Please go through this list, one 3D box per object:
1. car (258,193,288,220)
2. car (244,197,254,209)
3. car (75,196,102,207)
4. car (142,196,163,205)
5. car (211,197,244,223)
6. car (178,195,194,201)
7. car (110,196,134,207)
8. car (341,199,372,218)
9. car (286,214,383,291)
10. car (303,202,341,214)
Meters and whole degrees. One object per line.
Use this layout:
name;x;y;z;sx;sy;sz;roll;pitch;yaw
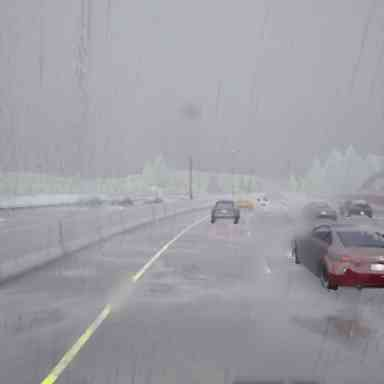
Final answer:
car;6.614;1.123;27.266;2.150;2.045;5.566;0;0;12
car;6.721;1.317;42.072;1.882;1.535;5.008;0;1;15
car;-14.176;1.292;46.022;1.812;1.442;4.674;0;0;16
car;-5.850;1.298;49.912;1.812;1.442;4.674;0;0;16
car;2.571;1.334;24.641;2.033;1.649;4.856;0;1;10
car;-0.900;1.291;54.676;1.812;1.442;4.674;0;0;16
car;-10.018;1.295;47.924;1.812;1.442;4.674;0;0;16
car;14.206;1.420;29.072;1.837;1.490;4.892;0;0;13
car;4.060;1.536;8.950;1.994;1.385;4.181;0;0;4
car;9.997;1.480;26.200;1.994;1.385;4.181;0;0;11
